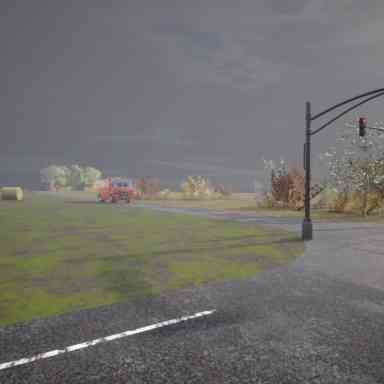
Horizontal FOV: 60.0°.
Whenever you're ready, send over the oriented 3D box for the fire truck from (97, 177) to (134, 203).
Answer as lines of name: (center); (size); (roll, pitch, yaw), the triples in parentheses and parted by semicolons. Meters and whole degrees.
fire truck: (-11.715, -0.354, 50.059); (2.891, 3.827, 8.468); (1, 0, -32)
